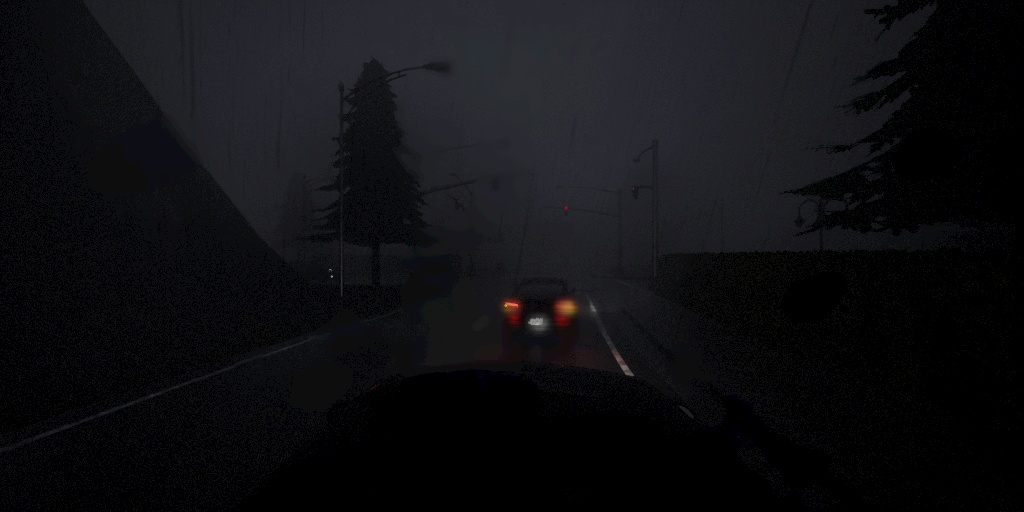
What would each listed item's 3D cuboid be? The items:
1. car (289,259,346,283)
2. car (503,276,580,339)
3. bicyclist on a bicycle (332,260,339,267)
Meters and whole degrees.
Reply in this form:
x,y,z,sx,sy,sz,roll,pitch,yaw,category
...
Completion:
x,y,z,sx,sy,sz,roll,pitch,yaw,category
-15.349,1.100,27.909,4.553,1.767,2.097,0,0,9,car
0.918,1.275,10.056,1.812,1.442,4.674,0,0,9,car
-17.372,1.200,35.331,0.582,1.620,1.656,0,0,8,bicyclist on a bicycle
